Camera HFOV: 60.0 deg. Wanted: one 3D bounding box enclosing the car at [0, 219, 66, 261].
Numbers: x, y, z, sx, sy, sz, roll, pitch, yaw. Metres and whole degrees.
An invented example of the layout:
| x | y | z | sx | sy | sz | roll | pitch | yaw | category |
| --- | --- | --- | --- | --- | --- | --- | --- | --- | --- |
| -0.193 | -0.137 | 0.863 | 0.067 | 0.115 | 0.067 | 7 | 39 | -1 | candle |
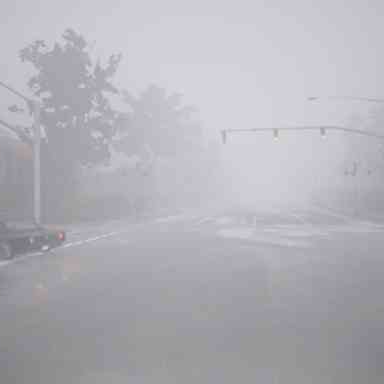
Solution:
| x | y | z | sx | sy | sz | roll | pitch | yaw | category |
| --- | --- | --- | --- | --- | --- | --- | --- | --- | --- |
| -7.157 | 1.653 | 12.333 | 4.718 | 1.301 | 1.895 | 0 | 0 | 21 | car |

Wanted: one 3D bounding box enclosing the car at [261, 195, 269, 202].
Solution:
| x | y | z | sx | sy | sz | roll | pitch | yaw | category |
| --- | --- | --- | --- | --- | --- | --- | --- | --- | --- |
| 16.146 | 1.421 | 73.576 | 1.812 | 1.442 | 4.674 | 0 | 0 | 11 | car |
